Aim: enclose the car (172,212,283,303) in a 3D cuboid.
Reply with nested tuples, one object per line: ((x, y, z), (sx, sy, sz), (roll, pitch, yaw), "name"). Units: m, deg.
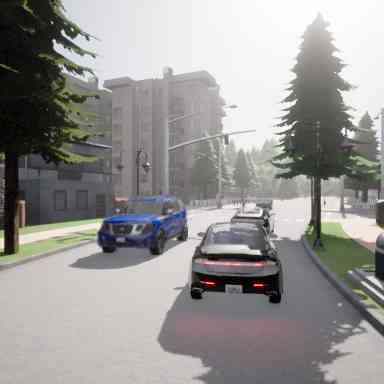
((1.105, 1.492, 8.268), (2.128, 1.511, 4.902), (0, 0, 9), "car")

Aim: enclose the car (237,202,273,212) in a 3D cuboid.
((3.231, 1.491, 17.375), (2.128, 1.511, 4.902), (0, 0, 18), "car")

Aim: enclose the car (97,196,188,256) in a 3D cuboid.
((-1.707, 1.220, 13.674), (2.150, 2.045, 5.566), (0, 0, 14), "car")

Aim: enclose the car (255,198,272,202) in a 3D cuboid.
((9.105, 1.509, 41.942), (1.882, 1.535, 5.008), (0, 0, 17), "car")
